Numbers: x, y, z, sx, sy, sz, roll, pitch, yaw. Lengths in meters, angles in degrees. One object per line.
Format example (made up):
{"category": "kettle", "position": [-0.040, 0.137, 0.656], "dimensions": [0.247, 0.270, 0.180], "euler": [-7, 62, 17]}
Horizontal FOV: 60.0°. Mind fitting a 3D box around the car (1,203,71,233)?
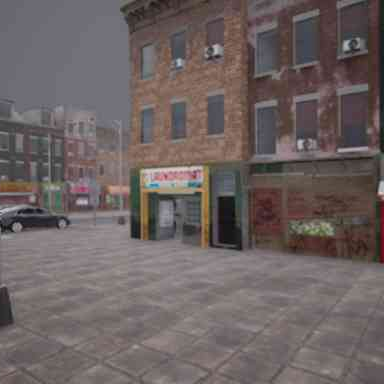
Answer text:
{"category": "car", "position": [-9.894, 1.633, 20.613], "dimensions": [1.837, 1.490, 4.892], "euler": [0, -1, 35]}
